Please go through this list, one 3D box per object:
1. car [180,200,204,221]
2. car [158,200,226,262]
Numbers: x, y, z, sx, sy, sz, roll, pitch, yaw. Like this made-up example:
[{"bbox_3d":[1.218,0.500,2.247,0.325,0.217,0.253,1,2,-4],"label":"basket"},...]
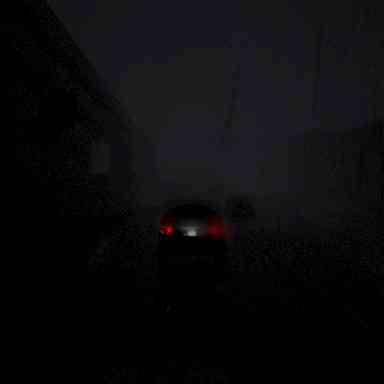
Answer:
[{"bbox_3d":[0.018,1.574,29.233,1.882,1.535,5.008,0,0,0],"label":"car"},{"bbox_3d":[0.006,1.304,12.570,2.150,2.045,5.566,0,0,0],"label":"car"}]
